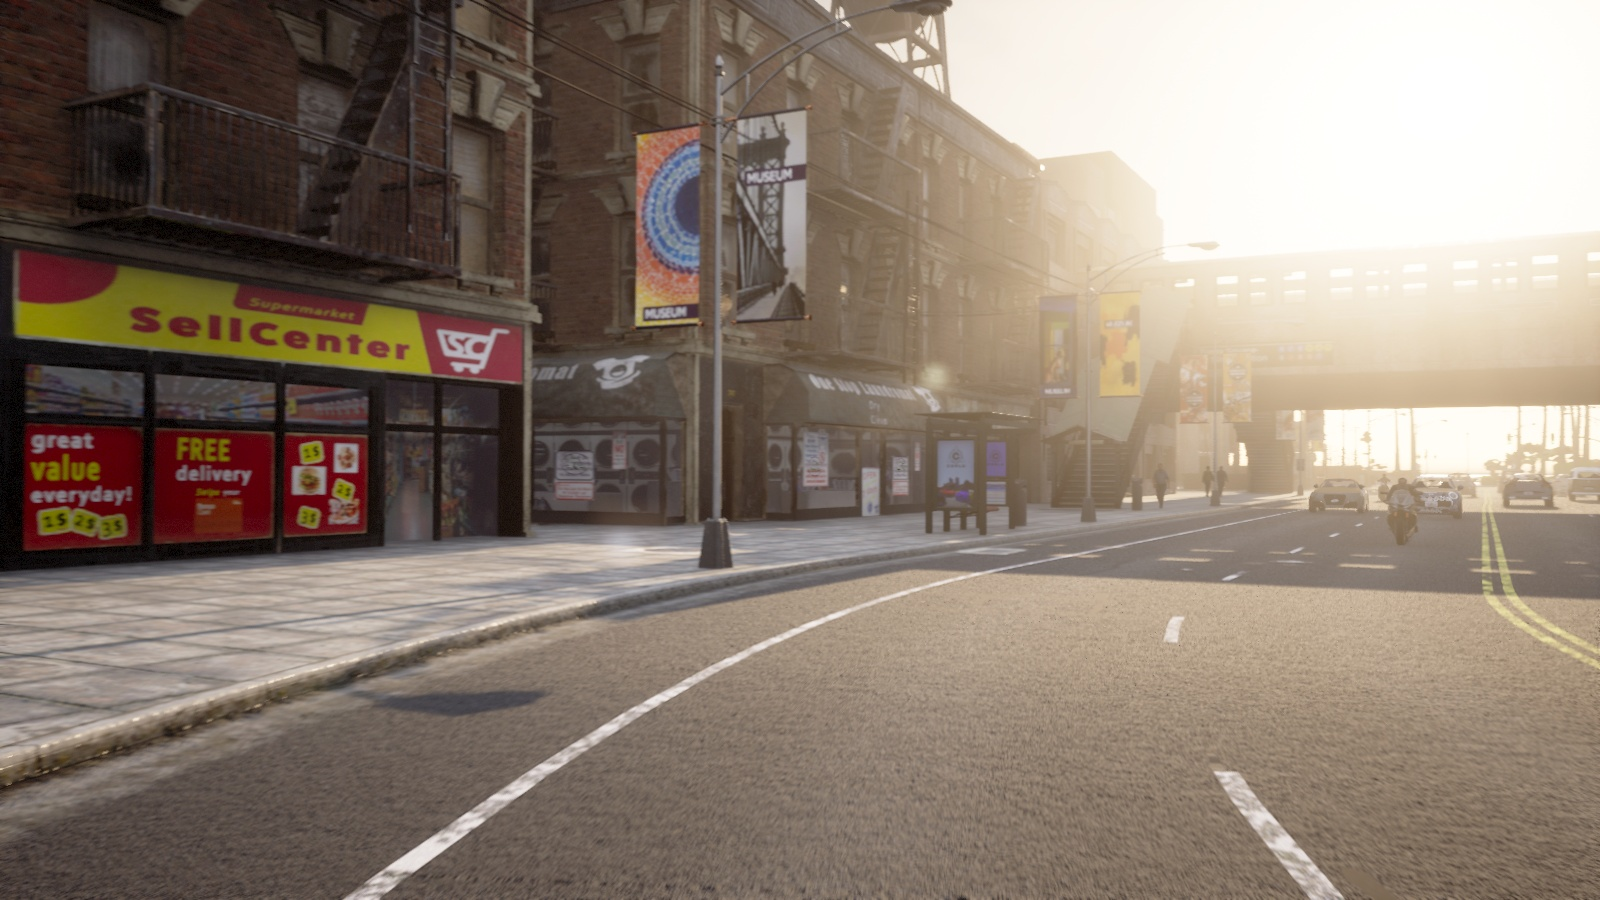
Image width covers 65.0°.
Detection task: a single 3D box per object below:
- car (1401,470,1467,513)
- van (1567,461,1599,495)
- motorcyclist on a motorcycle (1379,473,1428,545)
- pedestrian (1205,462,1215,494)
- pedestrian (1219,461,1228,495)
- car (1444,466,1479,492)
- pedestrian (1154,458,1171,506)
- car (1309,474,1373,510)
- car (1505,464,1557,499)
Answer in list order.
[{"bbox_3d":[22.795,1.467,45.081,1.970,1.475,3.806,-1,-1,29],"label":"car"},{"bbox_3d":[48.081,1.675,76.495,2.069,2.038,4.480,-1,-1,29],"label":"van"},{"bbox_3d":[13.511,1.279,28.073,0.866,1.530,2.191,-1,-1,29],"label":"motorcyclist on a motorcycle"},{"bbox_3d":[23.717,1.616,72.584,0.431,1.840,0.709,-1,-1,27],"label":"pedestrian"},{"bbox_3d":[24.643,1.621,73.068,0.423,1.949,0.788,-1,-1,21],"label":"pedestrian"},{"bbox_3d":[45.813,1.992,86.936,2.097,1.767,4.553,-1,-1,29],"label":"car"},{"bbox_3d":[14.170,1.251,49.055,0.540,1.848,0.694,-1,-1,25],"label":"pedestrian"},{"bbox_3d":[21.858,1.662,50.667,1.994,1.385,4.181,-1,-1,29],"label":"car"},{"bbox_3d":[36.387,1.532,62.590,2.152,1.651,5.027,-1,-1,29],"label":"car"}]
